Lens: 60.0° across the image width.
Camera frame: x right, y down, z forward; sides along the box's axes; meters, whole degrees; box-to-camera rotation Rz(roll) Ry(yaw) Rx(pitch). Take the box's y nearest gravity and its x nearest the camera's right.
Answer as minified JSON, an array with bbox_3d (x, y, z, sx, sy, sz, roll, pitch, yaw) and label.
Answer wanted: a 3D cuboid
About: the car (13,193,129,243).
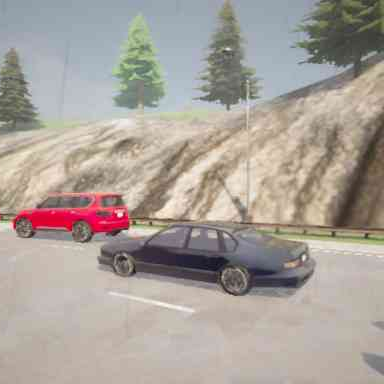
[{"bbox_3d":[-5.463,1.057,15.066,5.566,2.045,2.150,0,0,24],"label":"car"}]

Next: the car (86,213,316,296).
[{"bbox_3d":[0.151,1.422,8.205,5.357,1.411,2.033,0,1,30],"label":"car"}]
